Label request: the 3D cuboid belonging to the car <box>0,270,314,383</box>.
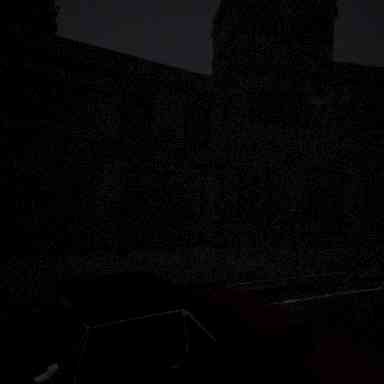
[{"bbox_3d":[-1.056,1.588,3.161,4.718,1.301,1.895,0,0,-34],"label":"car"}]
